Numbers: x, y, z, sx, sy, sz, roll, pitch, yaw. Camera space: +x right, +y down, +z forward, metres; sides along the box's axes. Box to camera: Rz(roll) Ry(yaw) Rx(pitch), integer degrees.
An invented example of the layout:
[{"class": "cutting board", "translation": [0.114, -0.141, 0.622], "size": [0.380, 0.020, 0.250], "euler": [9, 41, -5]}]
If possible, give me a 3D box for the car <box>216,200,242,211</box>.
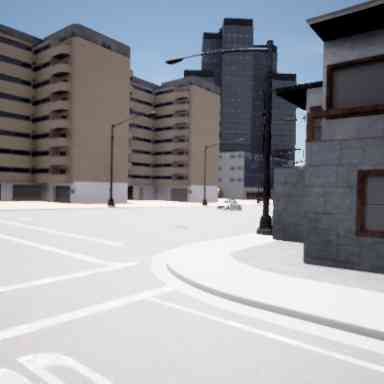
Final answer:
[{"class": "car", "translation": [5.151, 1.801, 45.627], "size": [1.812, 1.442, 4.674], "euler": [2, 0, 38]}]
